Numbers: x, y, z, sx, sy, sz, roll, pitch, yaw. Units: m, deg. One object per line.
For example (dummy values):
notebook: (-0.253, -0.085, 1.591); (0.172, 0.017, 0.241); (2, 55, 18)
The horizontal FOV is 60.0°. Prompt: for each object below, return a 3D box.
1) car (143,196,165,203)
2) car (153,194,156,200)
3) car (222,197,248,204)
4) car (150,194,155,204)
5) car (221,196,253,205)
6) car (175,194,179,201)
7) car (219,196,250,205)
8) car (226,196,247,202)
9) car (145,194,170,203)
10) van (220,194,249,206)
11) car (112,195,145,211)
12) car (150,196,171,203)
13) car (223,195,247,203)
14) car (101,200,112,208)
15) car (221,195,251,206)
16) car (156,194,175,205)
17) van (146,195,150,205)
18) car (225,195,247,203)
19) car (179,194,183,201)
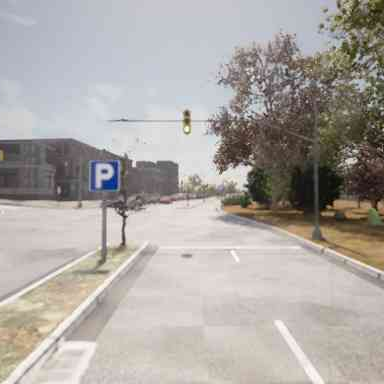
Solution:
car: (-8.633, 1.783, 75.417); (4.674, 1.452, 2.002); (-1, 0, -12)
car: (-9.799, 1.733, 66.431); (4.674, 1.452, 2.002); (-1, 0, -13)
car: (8.560, 1.672, 65.919); (4.674, 1.452, 2.002); (1, -1, -13)
car: (-10.166, 1.677, 63.435); (4.892, 1.521, 2.231); (-1, -1, -14)
car: (8.058, 1.602, 60.079); (5.366, 1.575, 1.946); (1, -1, -13)
car: (-6.823, 1.809, 87.366); (5.008, 1.535, 2.097); (-1, 0, -11)
car: (8.033, 1.613, 62.930); (5.366, 1.575, 1.946); (1, 0, -13)
car: (11.540, 1.763, 86.447); (4.792, 1.488, 2.163); (1, 0, -10)
car: (-8.189, 1.508, 78.426); (5.566, 2.045, 2.435); (-1, -1, -12)
van: (7.151, 1.346, 54.115); (4.442, 1.987, 1.878); (1, 0, -14)
car: (-7.513, 1.486, 40.103); (2.128, 1.511, 4.902); (1, -1, 4)
car: (-7.774, 1.777, 81.404); (5.008, 1.535, 2.097); (-1, -1, -12)
car: (9.286, 1.535, 71.788); (4.553, 1.767, 2.185); (1, 0, -12)
car: (-11.570, 1.644, 51.476); (4.792, 1.488, 2.163); (-1, 0, -15)
car: (7.528, 1.462, 57.085); (4.553, 1.767, 2.185); (1, 0, -14)
car: (-5.137, 1.657, 65.238); (1.882, 1.535, 5.008); (0, 0, 7)
van: (-10.387, 1.431, 60.465); (4.442, 1.987, 1.878); (-1, -1, -14)
car: (10.173, 1.565, 77.660); (4.553, 1.767, 2.185); (1, 0, -11)
car: (-5.795, 1.716, 93.326); (4.553, 1.767, 2.185); (-1, 0, -10)
